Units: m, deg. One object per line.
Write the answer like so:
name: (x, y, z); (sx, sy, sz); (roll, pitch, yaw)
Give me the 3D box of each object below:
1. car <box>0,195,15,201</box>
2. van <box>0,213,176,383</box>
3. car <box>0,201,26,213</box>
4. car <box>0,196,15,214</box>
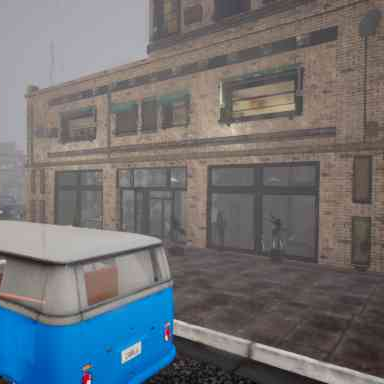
car: (-20.505, 1.349, 33.244); (2.150, 2.045, 5.566); (1, 0, 36)
van: (-2.102, 1.340, 4.348); (3.998, 1.788, 1.690); (0, 1, 35)
car: (-15.283, 1.793, 30.593); (1.947, 1.339, 4.313); (0, 0, 36)
car: (-22.045, 1.411, 35.538); (2.192, 1.841, 5.009); (0, 0, 36)
